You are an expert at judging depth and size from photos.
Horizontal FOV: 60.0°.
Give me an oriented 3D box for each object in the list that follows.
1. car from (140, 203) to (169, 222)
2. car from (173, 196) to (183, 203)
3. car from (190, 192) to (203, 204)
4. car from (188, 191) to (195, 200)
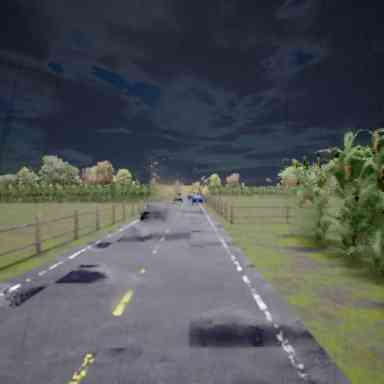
[{"bbox_3d":[-2.848,1.538,25.862,1.895,1.301,4.718,0,0,0],"label":"car"},{"bbox_3d":[-2.755,1.408,66.272,1.895,1.301,4.718,0,0,0],"label":"car"},{"bbox_3d":[0.966,1.314,60.158,1.882,1.535,5.008,0,0,0],"label":"car"},{"bbox_3d":[0.004,1.104,79.032,1.882,1.535,5.008,0,0,0],"label":"car"}]
